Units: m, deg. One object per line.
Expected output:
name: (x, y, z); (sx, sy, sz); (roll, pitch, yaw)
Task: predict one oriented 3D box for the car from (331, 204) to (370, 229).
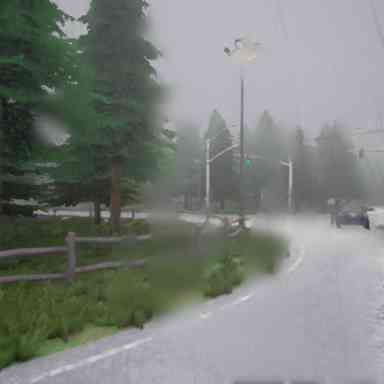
car: (11.589, 1.665, 24.565); (2.097, 1.767, 4.553); (1, 0, 18)
